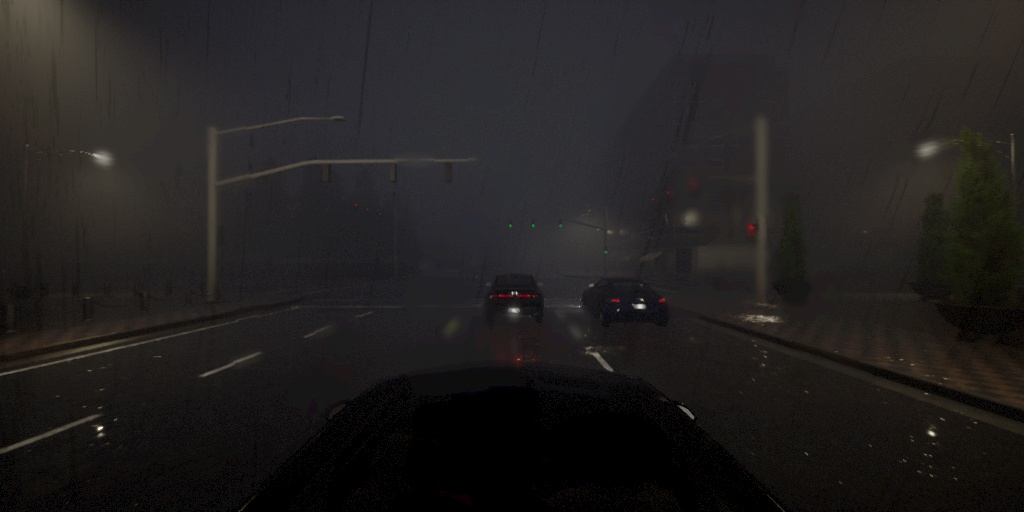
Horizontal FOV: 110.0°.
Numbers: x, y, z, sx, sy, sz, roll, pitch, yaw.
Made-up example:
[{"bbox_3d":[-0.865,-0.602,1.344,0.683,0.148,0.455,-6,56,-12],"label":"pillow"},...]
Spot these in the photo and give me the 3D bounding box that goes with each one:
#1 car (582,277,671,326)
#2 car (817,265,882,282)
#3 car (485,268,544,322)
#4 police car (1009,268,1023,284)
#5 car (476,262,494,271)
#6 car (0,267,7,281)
[{"bbox_3d":[3.613,1.408,12.044,1.994,1.385,4.181,0,-1,1],"label":"car"},{"bbox_3d":[31.408,1.574,33.444,5.008,1.535,1.882,0,-1,0],"label":"car"},{"bbox_3d":[0.088,1.356,12.779,1.837,1.490,4.892,0,-1,0],"label":"car"},{"bbox_3d":[42.791,1.490,29.913,5.238,1.638,1.930,0,-1,0],"label":"police car"},{"bbox_3d":[-4.648,1.812,62.973,1.837,1.490,4.892,-1,0,18],"label":"car"},{"bbox_3d":[-49.821,1.440,32.939,4.553,1.767,2.097,0,-1,0],"label":"car"}]
